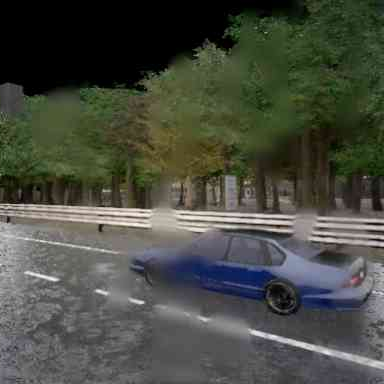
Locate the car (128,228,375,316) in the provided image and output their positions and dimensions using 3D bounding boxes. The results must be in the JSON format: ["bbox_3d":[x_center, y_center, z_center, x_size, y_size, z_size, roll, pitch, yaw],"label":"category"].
[{"bbox_3d":[1.023,1.548,7.491,5.357,1.411,2.033,0,0,35],"label":"car"}]
